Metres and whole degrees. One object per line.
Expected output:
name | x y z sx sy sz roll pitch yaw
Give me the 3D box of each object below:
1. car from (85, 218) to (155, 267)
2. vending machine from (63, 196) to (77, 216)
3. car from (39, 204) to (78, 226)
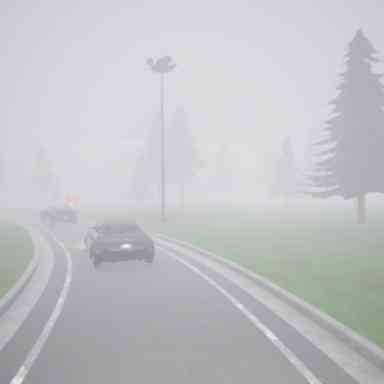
car | -2.712 1.632 11.966 1.994 1.385 4.181 -1 0 -21
vending machine | -12.987 1.457 35.349 1.100 2.100 0.880 -1 0 -45
car | -10.334 1.679 25.585 1.882 1.535 5.008 0 0 -35
